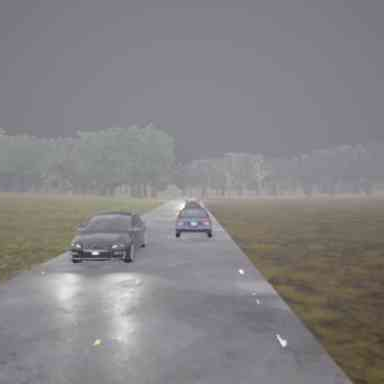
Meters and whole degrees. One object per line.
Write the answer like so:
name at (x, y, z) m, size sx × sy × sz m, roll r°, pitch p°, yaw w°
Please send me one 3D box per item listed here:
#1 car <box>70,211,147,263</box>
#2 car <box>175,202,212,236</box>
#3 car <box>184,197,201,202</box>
car at (-2.755, 1.475, 11.891) m, size 1.837 × 1.490 × 4.892 m, roll 0°, pitch 0°, yaw 0°
car at (0.083, 1.491, 17.798) m, size 2.033 × 1.411 × 5.357 m, roll 0°, pitch 0°, yaw 0°
car at (0.073, 1.377, 40.316) m, size 1.812 × 1.442 × 4.674 m, roll 0°, pitch 0°, yaw 0°
